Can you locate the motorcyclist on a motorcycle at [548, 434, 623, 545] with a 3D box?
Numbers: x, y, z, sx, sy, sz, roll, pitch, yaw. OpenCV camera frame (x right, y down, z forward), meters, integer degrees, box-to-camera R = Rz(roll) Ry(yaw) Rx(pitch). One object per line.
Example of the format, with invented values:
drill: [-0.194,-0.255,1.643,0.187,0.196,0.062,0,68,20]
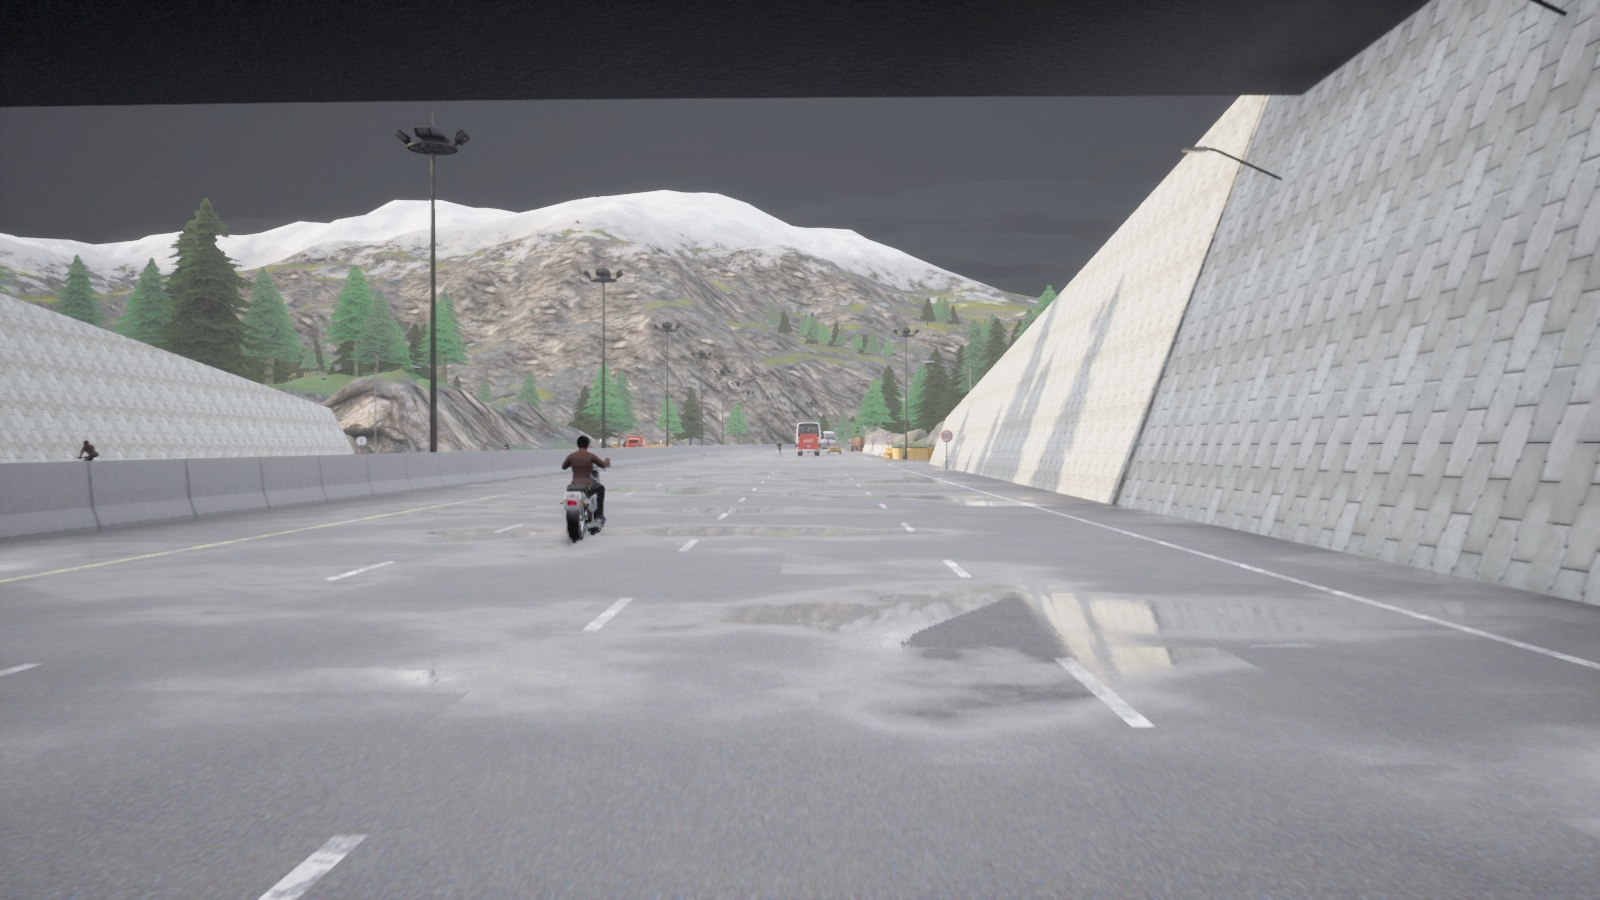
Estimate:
motorcyclist on a motorcycle: [-3.361,0.582,19.849,0.766,1.649,2.350,0,0,0]
